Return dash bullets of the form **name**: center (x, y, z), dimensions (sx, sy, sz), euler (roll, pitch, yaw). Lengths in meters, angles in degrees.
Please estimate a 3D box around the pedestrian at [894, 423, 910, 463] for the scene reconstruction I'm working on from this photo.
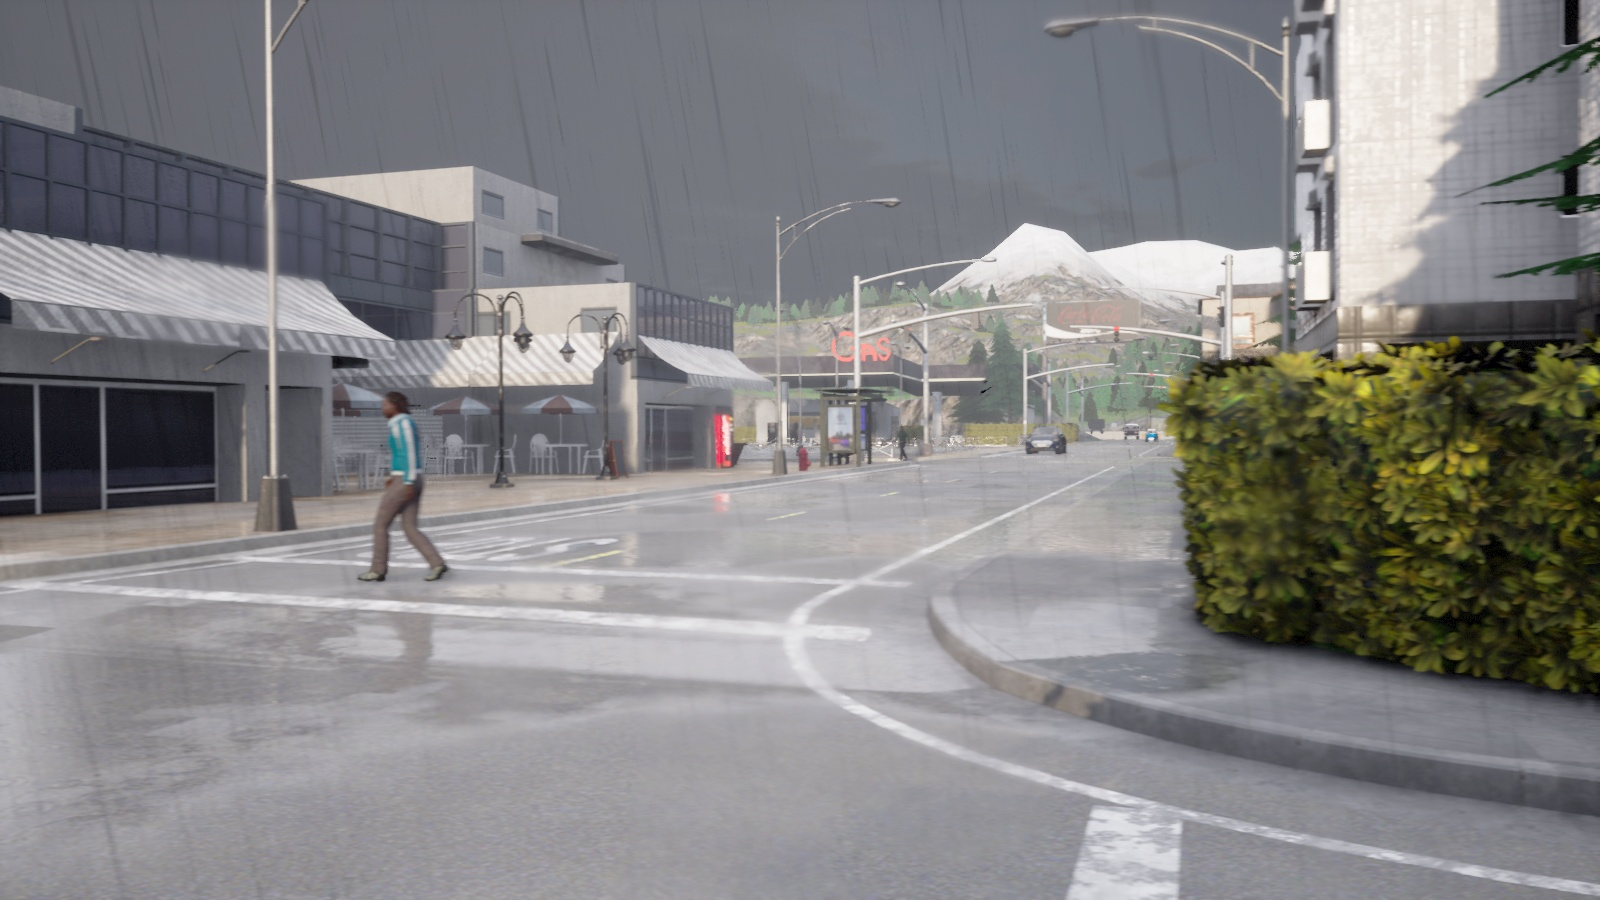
- **pedestrian**: center (5.049, -0.343, 62.156), dimensions (0.423, 1.949, 0.788), euler (1, 1, 37)

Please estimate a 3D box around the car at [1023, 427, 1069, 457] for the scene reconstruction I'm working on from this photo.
- **car**: center (13.971, -0.485, 71.213), dimensions (2.033, 1.649, 4.856), euler (0, 1, 18)

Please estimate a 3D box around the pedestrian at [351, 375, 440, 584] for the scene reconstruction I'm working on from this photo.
- **pedestrian**: center (-3.781, 0.269, 11.767), dimensions (0.692, 1.930, 0.396), euler (0, 1, 2)
